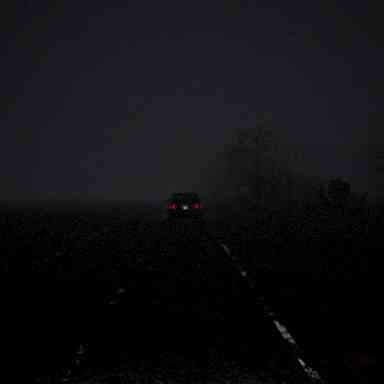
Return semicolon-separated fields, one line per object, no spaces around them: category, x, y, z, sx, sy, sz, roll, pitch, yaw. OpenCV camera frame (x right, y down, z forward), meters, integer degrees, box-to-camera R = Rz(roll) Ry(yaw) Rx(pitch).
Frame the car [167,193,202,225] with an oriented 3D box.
car;-0.535;1.068;22.682;2.150;2.045;5.566;0;0;-3

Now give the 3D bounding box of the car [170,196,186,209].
car;-1.799;1.241;41.111;1.837;1.490;4.892;0;0;-5
